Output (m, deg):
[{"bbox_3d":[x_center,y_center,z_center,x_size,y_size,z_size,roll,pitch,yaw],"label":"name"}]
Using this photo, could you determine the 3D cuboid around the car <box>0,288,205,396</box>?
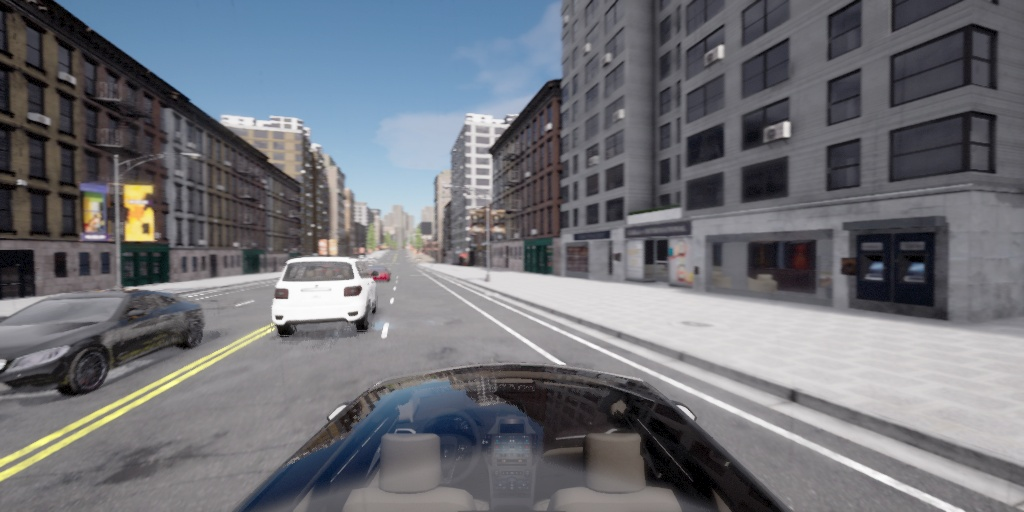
[{"bbox_3d":[-7.700,1.377,6.664,1.812,1.442,4.674,-1,0,-17],"label":"car"}]

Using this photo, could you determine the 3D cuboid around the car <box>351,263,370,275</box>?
[{"bbox_3d":[-20.484,1.769,48.659,1.812,1.442,4.674,-1,0,-17],"label":"car"}]

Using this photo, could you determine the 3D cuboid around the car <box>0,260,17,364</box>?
[{"bbox_3d":[-10.409,1.093,4.404,2.150,2.045,5.566,-1,0,-17],"label":"car"}]

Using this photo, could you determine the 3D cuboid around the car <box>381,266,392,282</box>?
[{"bbox_3d":[-11.961,1.582,32.298,1.994,1.385,4.181,-1,0,-17],"label":"car"}]

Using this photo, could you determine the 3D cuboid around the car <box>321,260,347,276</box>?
[{"bbox_3d":[-23.585,1.531,47.677,2.150,2.045,5.566,-1,0,-17],"label":"car"}]

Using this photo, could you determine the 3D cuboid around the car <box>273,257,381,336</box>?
[{"bbox_3d":[-5.470,1.068,11.143,2.150,2.045,5.566,-1,0,-17],"label":"car"}]
